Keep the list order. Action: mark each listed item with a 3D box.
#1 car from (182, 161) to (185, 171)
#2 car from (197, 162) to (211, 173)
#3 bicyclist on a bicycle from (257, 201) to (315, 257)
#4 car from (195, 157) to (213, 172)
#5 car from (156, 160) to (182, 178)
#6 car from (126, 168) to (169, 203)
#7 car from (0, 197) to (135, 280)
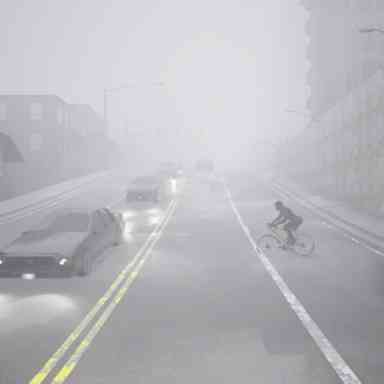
[{"bbox_3d":[-1.996,-3.599,44.838,2.128,1.511,4.902,0,2,3],"label":"car"},{"bbox_3d":[1.789,-3.621,49.834,1.895,1.301,4.718,0,0,2],"label":"car"},{"bbox_3d":[2.647,1.080,9.454,1.656,1.620,0.582,-2,4,2],"label":"bicyclist on a bicycle"},{"bbox_3d":[1.473,-3.391,39.897,2.097,1.767,4.553,0,6,2],"label":"car"},{"bbox_3d":[-2.420,-2.295,33.193,1.837,1.490,4.892,0,9,2],"label":"car"},{"bbox_3d":[-2.882,-0.363,21.308,1.882,1.535,5.008,0,9,2],"label":"car"},{"bbox_3d":[-3.313,1.173,9.547,2.033,1.411,5.357,0,4,2],"label":"car"}]
